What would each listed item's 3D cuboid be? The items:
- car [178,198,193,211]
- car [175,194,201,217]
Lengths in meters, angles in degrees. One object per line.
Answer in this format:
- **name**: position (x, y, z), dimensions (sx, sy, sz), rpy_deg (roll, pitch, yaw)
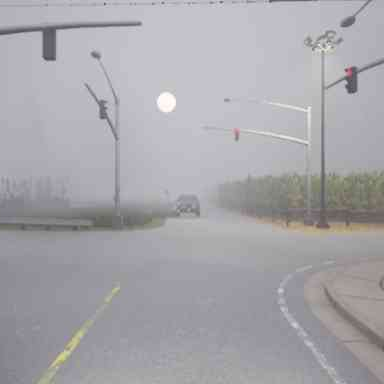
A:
- **car**: position (-0.942, 1.546, 43.031), dimensions (1.812, 1.442, 4.674), rpy_deg (0, 0, -3)
- **car**: position (-0.417, 1.245, 32.191), dimensions (2.150, 2.045, 5.566), rpy_deg (0, 0, -3)
